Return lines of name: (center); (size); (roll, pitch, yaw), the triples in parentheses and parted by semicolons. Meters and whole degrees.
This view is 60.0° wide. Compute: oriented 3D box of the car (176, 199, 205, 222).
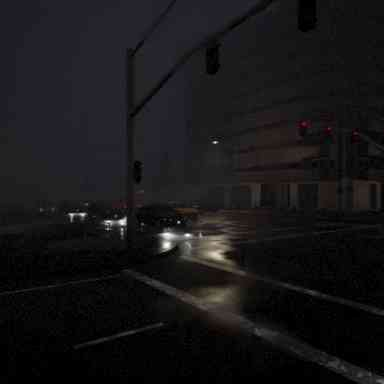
car: (-1.419, 1.533, 26.702); (1.882, 1.535, 5.008); (0, 0, -35)

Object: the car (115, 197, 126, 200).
car: (-6.792, 1.407, 34.265); (2.097, 1.767, 4.553); (0, 0, -35)

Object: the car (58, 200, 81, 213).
car: (-13.886, 1.602, 38.224); (2.033, 1.411, 5.357); (0, 0, -35)

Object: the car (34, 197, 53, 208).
car: (-22.667, 1.537, 50.733); (1.882, 1.535, 5.008); (0, 0, -35)

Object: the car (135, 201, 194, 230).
car: (-2.190, 1.560, 21.743); (1.837, 1.490, 4.892); (0, 0, -36)

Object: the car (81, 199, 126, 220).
car: (-7.831, 1.603, 29.682); (2.033, 1.411, 5.357); (0, 0, -35)

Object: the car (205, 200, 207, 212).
car: (-1.080, 1.547, 32.613); (2.128, 1.511, 4.902); (0, 0, -35)

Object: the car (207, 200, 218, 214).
car: (0.779, 1.533, 36.039); (1.882, 1.535, 5.008); (0, 0, -35)

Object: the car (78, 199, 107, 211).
car: (-12.875, 1.603, 42.845); (2.033, 1.411, 5.357); (0, 0, -35)
